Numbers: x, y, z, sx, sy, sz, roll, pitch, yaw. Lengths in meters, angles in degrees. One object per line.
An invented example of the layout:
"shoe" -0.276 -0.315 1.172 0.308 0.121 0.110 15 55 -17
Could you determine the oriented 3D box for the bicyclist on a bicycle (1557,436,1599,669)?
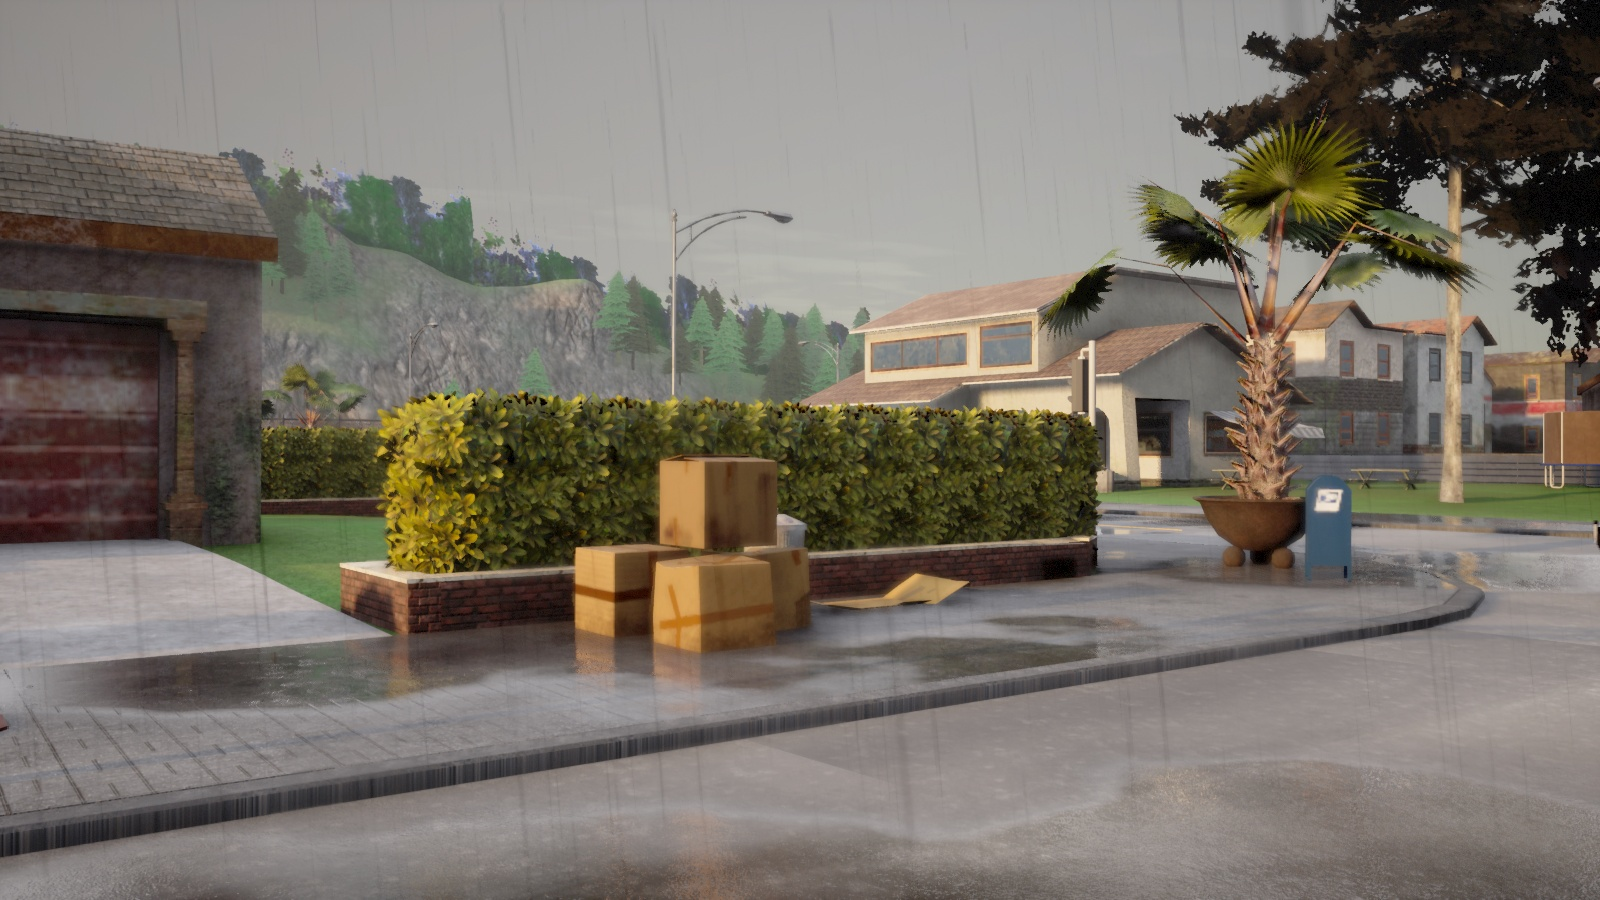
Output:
"bicyclist on a bicycle" 6.212 0.707 9.255 1.656 1.620 0.582 0 0 -41
